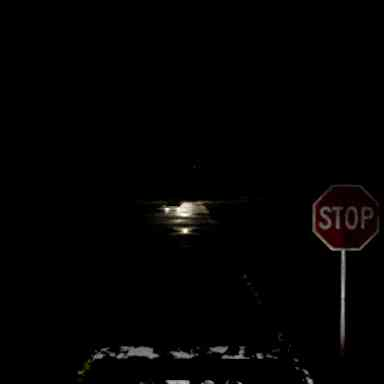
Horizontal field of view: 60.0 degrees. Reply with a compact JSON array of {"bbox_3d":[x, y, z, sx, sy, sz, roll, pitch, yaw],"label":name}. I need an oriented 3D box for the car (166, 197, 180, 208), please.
[{"bbox_3d":[-2.671,1.433,47.362,1.882,1.535,5.008,0,0,0],"label":"car"}]
